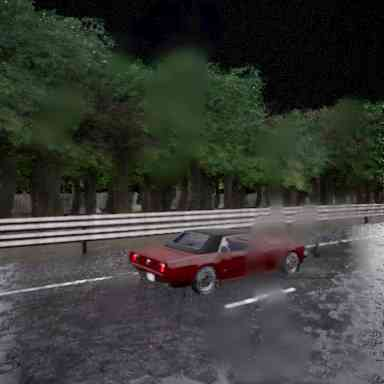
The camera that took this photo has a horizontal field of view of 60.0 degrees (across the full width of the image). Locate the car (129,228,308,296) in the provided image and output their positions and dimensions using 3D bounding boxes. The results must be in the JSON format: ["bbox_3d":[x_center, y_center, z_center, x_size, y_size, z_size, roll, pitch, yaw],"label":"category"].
[{"bbox_3d":[0.892,1.602,8.678,4.718,1.301,1.895,0,0,-35],"label":"car"}]
